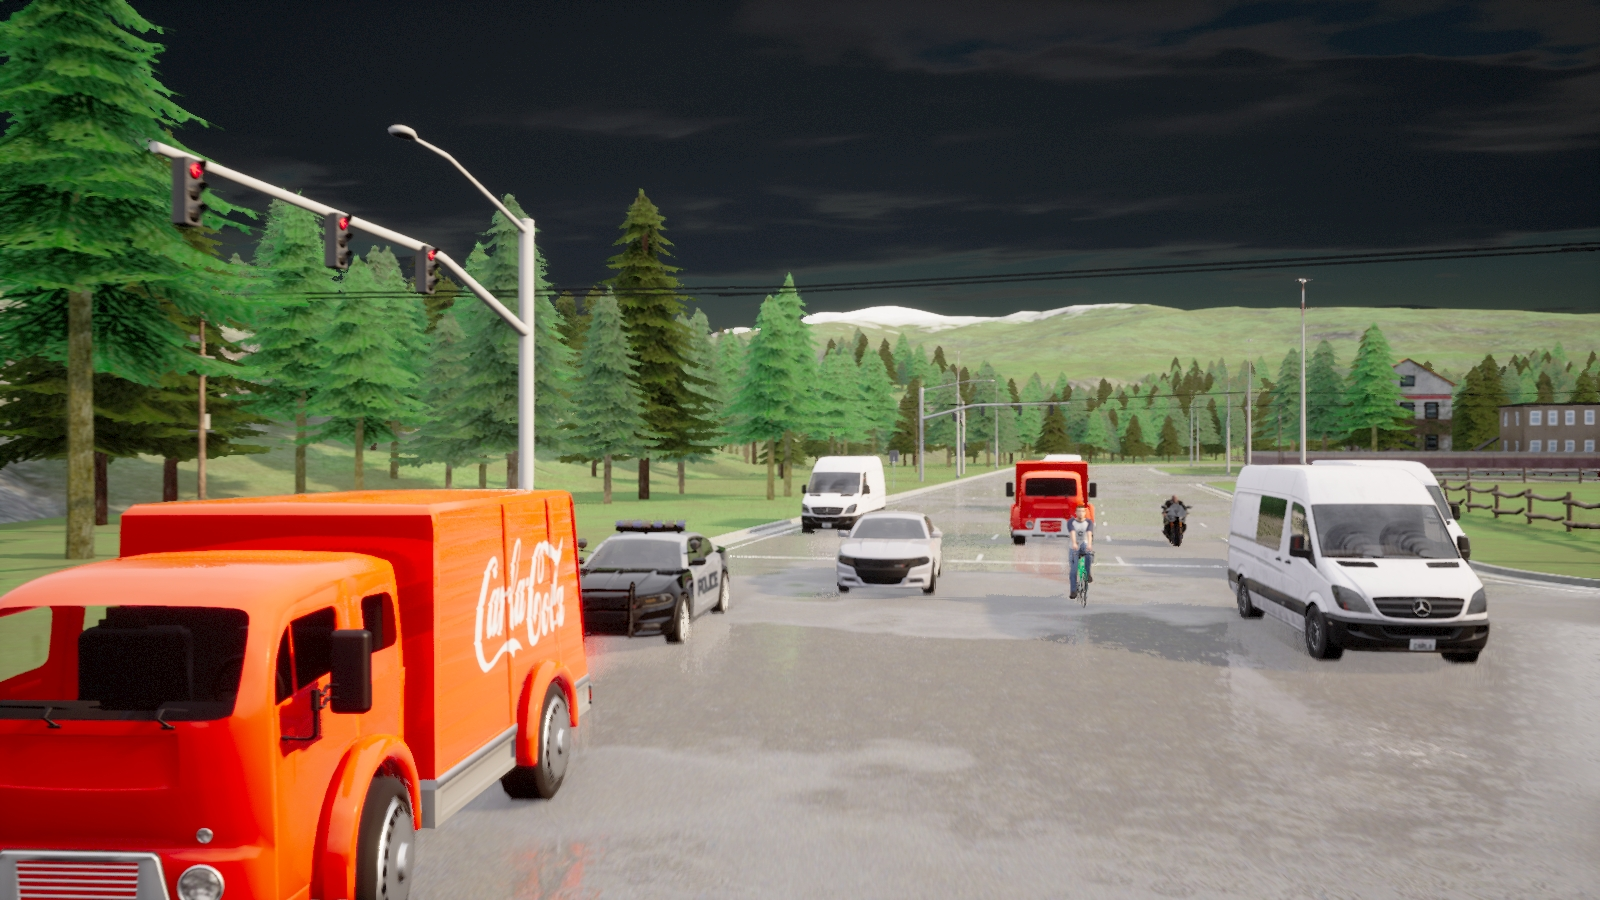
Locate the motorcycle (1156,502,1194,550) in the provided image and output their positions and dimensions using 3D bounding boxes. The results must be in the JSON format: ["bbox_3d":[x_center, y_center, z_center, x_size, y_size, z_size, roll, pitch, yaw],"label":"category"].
[{"bbox_3d":[10.947,2.186,33.402,0.867,1.251,2.209,0,0,13],"label":"motorcycle"}]

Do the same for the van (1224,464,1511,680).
[{"bbox_3d":[8.053,1.525,16.991,1.988,2.561,5.915,0,0,7],"label":"van"}]

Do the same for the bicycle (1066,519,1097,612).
[{"bbox_3d":[5.057,2.044,20.565,0.373,1.496,1.643,0,1,8],"label":"bicycle"}]

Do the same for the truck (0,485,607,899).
[{"bbox_3d":[-3.263,1.563,8.014,2.627,2.467,5.204,0,0,4],"label":"truck"}]

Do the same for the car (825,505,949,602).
[{"bbox_3d":[1.922,2.020,23.615,2.097,1.535,5.006,0,0,9],"label":"car"}]

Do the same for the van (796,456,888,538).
[{"bbox_3d":[1.555,1.511,39.253,1.988,2.561,5.915,0,0,14],"label":"van"}]

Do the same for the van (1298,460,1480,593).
[{"bbox_3d":[12.891,1.521,25.468,1.988,2.561,5.915,0,0,11],"label":"van"}]

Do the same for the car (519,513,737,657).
[{"bbox_3d":[-2.492,1.971,18.133,2.097,1.638,5.238,0,0,7],"label":"car"}]

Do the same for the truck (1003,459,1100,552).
[{"bbox_3d":[7.531,1.546,34.214,2.627,2.467,5.204,0,0,13],"label":"truck"}]
